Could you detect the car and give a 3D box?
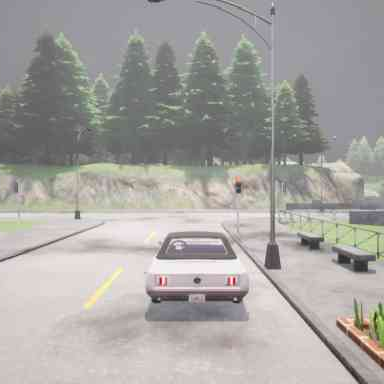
[{"bbox_3d":[0.097,1.601,8.139,1.895,1.301,4.718,0,0,0],"label":"car"}]
